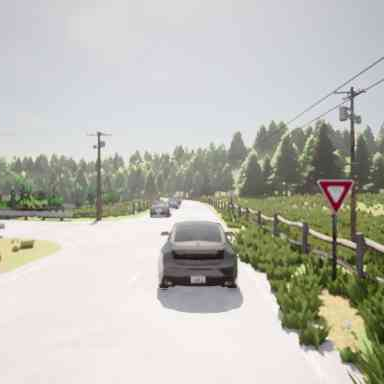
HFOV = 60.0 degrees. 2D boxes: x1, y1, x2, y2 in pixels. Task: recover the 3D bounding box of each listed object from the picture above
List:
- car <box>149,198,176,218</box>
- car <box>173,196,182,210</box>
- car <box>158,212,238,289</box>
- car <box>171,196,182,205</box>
[{"bbox_3d":[-2.985,1.632,32.446,2.128,1.511,4.902,0,0,1],"label":"car"},{"bbox_3d":[-2.841,1.731,47.356,1.812,1.442,4.674,0,0,0],"label":"car"},{"bbox_3d":[0.154,1.547,9.262,1.837,1.490,4.892,0,0,1],"label":"car"},{"bbox_3d":[-3.009,1.637,65.846,2.097,1.767,4.553,0,0,-2],"label":"car"}]
